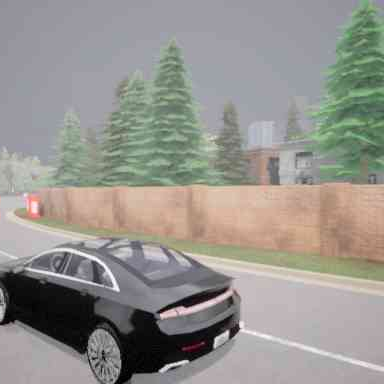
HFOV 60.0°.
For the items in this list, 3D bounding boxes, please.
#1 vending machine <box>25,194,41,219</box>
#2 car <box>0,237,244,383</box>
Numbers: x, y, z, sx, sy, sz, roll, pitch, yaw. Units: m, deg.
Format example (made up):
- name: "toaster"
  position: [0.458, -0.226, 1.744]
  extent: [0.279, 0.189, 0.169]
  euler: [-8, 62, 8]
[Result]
- name: "vending machine"
  position: [-13.833, 1.245, 28.977]
  extent: [1.100, 2.100, 0.880]
  euler: [0, 0, -34]
- name: "car"
  position: [-1.546, 1.505, 5.407]
  extent: [4.902, 1.511, 2.128]
  euler: [0, 0, 39]
